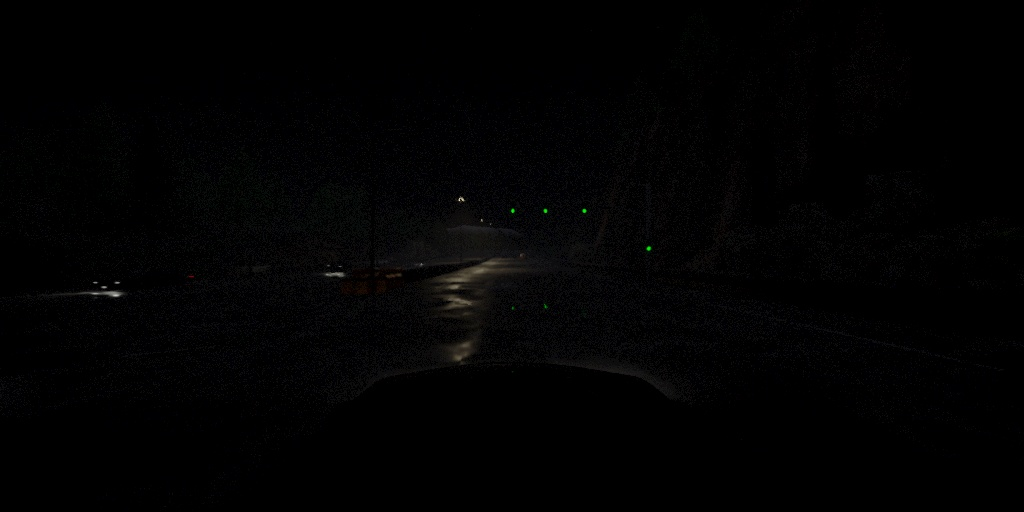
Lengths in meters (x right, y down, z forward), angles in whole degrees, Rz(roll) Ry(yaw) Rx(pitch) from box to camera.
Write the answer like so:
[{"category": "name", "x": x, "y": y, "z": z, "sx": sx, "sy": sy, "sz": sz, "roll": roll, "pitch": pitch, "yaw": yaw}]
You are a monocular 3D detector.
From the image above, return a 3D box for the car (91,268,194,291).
[{"category": "car", "x": -24.577, "y": 1.519, "z": 24.268, "sx": 2.033, "sy": 1.411, "sz": 5.357, "roll": 0, "pitch": 0, "yaw": 0}]

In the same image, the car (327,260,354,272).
[{"category": "car", "x": -24.380, "y": 1.376, "z": 51.142, "sx": 2.097, "sy": 1.767, "sz": 4.553, "roll": 0, "pitch": -1, "yaw": 0}]
